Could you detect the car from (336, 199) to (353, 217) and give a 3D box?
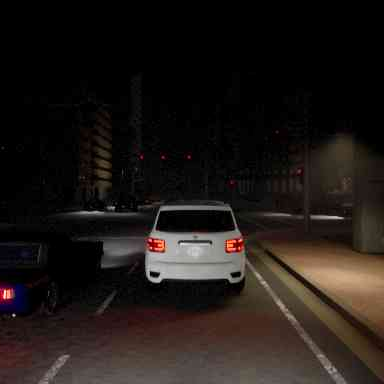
[{"bbox_3d":[15.459,1.564,29.382,4.181,1.385,1.994,0,0,1],"label":"car"}]

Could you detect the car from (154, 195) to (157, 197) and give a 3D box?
[{"bbox_3d":[-7.898,1.478,70.782,1.882,1.535,5.008,0,0,0],"label":"car"}]

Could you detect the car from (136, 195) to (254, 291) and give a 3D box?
[{"bbox_3d":[0.096,1.221,9.126,2.150,2.045,5.566,0,0,1],"label":"car"}]

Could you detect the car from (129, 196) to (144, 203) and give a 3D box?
[{"bbox_3d":[-11.389,1.543,68.514,2.033,1.411,5.357,0,0,0],"label":"car"}]

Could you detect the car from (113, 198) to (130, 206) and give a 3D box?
[{"bbox_3d":[-11.415,1.601,54.132,1.895,1.301,4.718,0,0,0],"label":"car"}]

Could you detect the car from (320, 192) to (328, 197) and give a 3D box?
[{"bbox_3d":[30.174,1.153,79.723,1.932,1.855,4.605,0,0,0],"label":"car"}]

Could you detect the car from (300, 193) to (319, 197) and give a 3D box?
[{"bbox_3d":[16.145,1.156,47.095,1.905,1.878,3.866,0,0,0],"label":"car"}]

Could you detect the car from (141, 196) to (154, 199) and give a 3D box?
[{"bbox_3d":[-7.919,1.477,55.344,1.882,1.535,5.008,0,0,0],"label":"car"}]

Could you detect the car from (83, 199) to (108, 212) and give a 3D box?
[{"bbox_3d":[-11.345,1.564,39.225,1.994,1.385,4.181,0,0,-1],"label":"car"}]

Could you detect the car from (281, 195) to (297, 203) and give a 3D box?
[{"bbox_3d":[18.839,1.395,64.564,1.970,1.475,3.806,0,0,0],"label":"car"}]

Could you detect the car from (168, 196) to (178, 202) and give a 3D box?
[{"bbox_3d":[-4.428,1.550,77.684,1.994,1.385,4.181,0,0,0],"label":"car"}]

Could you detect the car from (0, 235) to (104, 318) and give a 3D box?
[{"bbox_3d":[-3.417,1.601,7.376,1.895,1.301,4.718,0,0,1],"label":"car"}]

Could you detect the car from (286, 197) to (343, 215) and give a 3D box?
[{"bbox_3d":[12.299,1.501,32.918,4.892,1.490,1.837,-1,0,0],"label":"car"}]

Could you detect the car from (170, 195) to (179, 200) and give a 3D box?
[{"bbox_3d":[-4.462,1.378,85.837,1.994,1.385,4.181,0,0,0],"label":"car"}]

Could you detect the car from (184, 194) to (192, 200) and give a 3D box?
[{"bbox_3d":[-0.962,1.303,85.852,1.882,1.535,5.008,0,0,0],"label":"car"}]

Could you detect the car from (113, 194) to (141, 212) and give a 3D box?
[{"bbox_3d":[-7.579,1.221,38.508,2.150,2.045,5.566,0,0,-4],"label":"car"}]

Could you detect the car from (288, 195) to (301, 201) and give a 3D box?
[{"bbox_3d":[24.596,1.395,79.670,1.970,1.475,3.806,0,0,0],"label":"car"}]

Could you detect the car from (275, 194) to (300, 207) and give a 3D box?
[{"bbox_3d":[13.251,1.153,47.147,1.932,1.855,4.605,0,0,0],"label":"car"}]
